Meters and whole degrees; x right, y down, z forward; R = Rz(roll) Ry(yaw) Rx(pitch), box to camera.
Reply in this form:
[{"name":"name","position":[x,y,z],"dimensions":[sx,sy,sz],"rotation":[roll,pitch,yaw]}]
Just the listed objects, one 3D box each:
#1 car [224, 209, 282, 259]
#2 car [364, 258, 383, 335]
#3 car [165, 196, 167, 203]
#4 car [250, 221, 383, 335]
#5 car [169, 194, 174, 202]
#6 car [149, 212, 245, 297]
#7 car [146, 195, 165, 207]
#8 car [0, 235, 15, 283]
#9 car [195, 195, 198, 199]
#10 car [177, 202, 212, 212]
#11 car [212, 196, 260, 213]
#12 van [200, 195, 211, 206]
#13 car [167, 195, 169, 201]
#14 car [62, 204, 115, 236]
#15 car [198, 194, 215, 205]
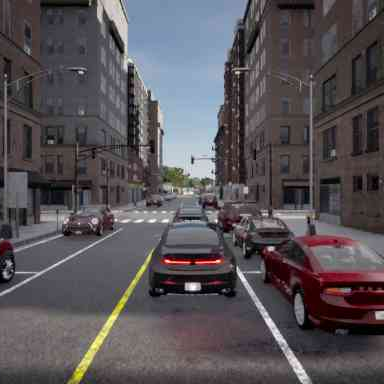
[{"name":"car","position":[2.556,1.551,12.443],"dimensions":[2.008,1.369,4.403],"rotation":[0,0,0]},{"name":"car","position":[2.634,1.440,1.079],"dimensions":[1.967,1.590,4.097],"rotation":[0,0,0]},{"name":"car","position":[-5.797,1.563,56.131],"dimensions":[1.947,1.339,4.313],"rotation":[0,0,0]},{"name":"car","position":[2.595,1.545,6.761],"dimensions":[1.887,1.381,4.507],"rotation":[0,0,0]},{"name":"car","position":[-5.938,1.539,78.146],"dimensions":[1.887,1.381,4.507],"rotation":[0,0,0]},{"name":"car","position":[0.013,1.505,8.582],"dimensions":[1.837,1.490,4.892],"rotation":[0,0,0]},{"name":"car","position":[-5.761,1.313,50.628],"dimensions":[2.192,1.841,5.009],"rotation":[0,0,0]},{"name":"car","position":[-5.430,1.440,6.705],"dimensions":[1.967,1.590,4.097],"rotation":[0,0,0]},{"name":"car","position":[2.269,1.311,61.692],"dimensions":[2.192,1.841,5.009],"rotation":[0,0,0]},{"name":"car","position":[-0.059,1.505,17.998],"dimensions":[1.837,1.490,4.892],"rotation":[0,0,0]},{"name":"car","position":[2.517,1.315,18.125],"dimensions":[2.192,1.841,5.009],"rotation":[0,0,0]},{"name":"van","position":[2.311,1.338,56.188],"dimensions":[1.690,1.788,3.998],"rotation":[0,0,0]},{"name":"car","position":[-5.832,1.547,61.635],"dimensions":[2.008,1.369,4.403],"rotation":[0,0,0]},{"name":"car","position":[-5.508,1.440,18.070],"dimensions":[1.967,1.590,4.097],"rotation":[0,0,0]},{"name":"car","position":[2.395,1.313,45.181],"dimensions":[2.192,1.841,5.009],"rotation":[0,0,0]}]
